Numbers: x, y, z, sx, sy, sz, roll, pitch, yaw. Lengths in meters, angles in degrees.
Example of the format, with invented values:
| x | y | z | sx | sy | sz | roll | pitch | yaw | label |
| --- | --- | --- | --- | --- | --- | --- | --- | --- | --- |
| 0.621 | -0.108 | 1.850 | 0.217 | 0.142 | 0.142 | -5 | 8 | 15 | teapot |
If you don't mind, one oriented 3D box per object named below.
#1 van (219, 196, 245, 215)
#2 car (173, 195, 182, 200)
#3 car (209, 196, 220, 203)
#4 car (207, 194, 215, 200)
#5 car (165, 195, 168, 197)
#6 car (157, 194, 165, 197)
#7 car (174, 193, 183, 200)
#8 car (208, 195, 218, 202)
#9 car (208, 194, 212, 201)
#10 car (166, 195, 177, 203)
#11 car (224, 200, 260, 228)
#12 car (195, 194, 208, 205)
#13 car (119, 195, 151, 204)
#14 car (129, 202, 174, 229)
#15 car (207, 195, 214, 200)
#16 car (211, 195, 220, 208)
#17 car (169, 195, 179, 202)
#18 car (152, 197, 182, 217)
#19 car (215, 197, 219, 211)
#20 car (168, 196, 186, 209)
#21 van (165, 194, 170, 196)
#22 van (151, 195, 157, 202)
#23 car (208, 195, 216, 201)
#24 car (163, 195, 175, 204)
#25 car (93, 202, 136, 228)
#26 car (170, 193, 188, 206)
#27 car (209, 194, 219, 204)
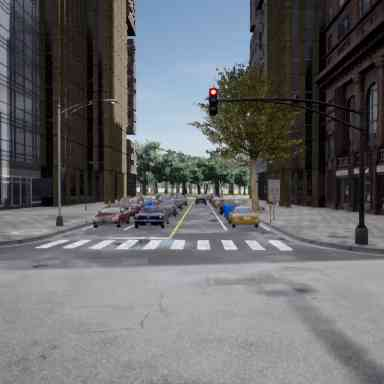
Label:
| x | y | z | sx | sy | sz | roll | pitch | yaw | label |
| --- | --- | --- | --- | --- | --- | --- | --- | --- | --- |
| 3.455 | 1.316 | 27.450 | 1.690 | 1.788 | 3.998 | -1 | 0 | 1 | van |
| -3.695 | 1.375 | 84.427 | 1.887 | 1.381 | 4.507 | 0 | 0 | 1 | car |
| 4.416 | 1.431 | 67.193 | 2.008 | 1.369 | 4.403 | -1 | 0 | 1 | car |
| 4.831 | 1.356 | 84.395 | 1.752 | 1.417 | 4.829 | 0 | 0 | 1 | car |
| -4.654 | 1.491 | 44.682 | 2.008 | 1.369 | 4.403 | -1 | 0 | 1 | car |
| -4.794 | 1.269 | 39.003 | 2.192 | 1.841 | 5.009 | -1 | 0 | 1 | car |
| -3.560 | 1.128 | 90.104 | 2.192 | 1.841 | 5.009 | 0 | 0 | 1 | car |
| 4.554 | 1.415 | 72.870 | 2.008 | 1.369 | 4.403 | -1 | 0 | 1 | car |
| 4.143 | 1.462 | 55.838 | 2.008 | 1.369 | 4.403 | -1 | 0 | 1 | car |
| -4.106 | 1.425 | 67.393 | 1.887 | 1.381 | 4.507 | 0 | 0 | 1 | car |
| 3.324 | 1.508 | 21.941 | 1.752 | 1.417 | 4.829 | -1 | 0 | 1 | car |
| 1.551 | 1.409 | 58.531 | 1.837 | 1.490 | 4.892 | 0 | 0 | 1 | car |
| -5.068 | 1.290 | 27.647 | 2.192 | 1.841 | 5.009 | -1 | 0 | 1 | car |
| -2.529 | 1.584 | 21.901 | 1.895 | 1.301 | 4.718 | 0 | 0 | 1 | car |
| 4.965 | 1.379 | 89.903 | 1.947 | 1.339 | 4.313 | 0 | 0 | 1 | car |
| 3.873 | 1.466 | 44.653 | 1.752 | 1.417 | 4.829 | -1 | 0 | 1 | car |
| -3.969 | 1.446 | 73.071 | 1.802 | 1.307 | 4.206 | 0 | 0 | 1 | car |
| -2.299 | 1.474 | 31.238 | 1.837 | 1.490 | 4.892 | 0 | 0 | 2 | car |
| 3.595 | 1.531 | 33.128 | 1.947 | 1.339 | 4.313 | -1 | 0 | 1 | car |
| -2.056 | 1.550 | 41.160 | 1.895 | 1.301 | 4.718 | 0 | 0 | 1 | car |
| -4.382 | 1.253 | 56.037 | 1.690 | 1.788 | 3.998 | 0 | 0 | 1 | van |
| -4.931 | 1.307 | 33.325 | 1.690 | 1.788 | 3.998 | -1 | 0 | 1 | van |
| 4.691 | 1.430 | 78.548 | 1.802 | 1.307 | 4.206 | 0 | 0 | 1 | car |
| -4.244 | 1.336 | 61.715 | 1.967 | 1.590 | 4.097 | 0 | 0 | 1 | car |
| -5.202 | 1.565 | 21.968 | 1.802 | 1.307 | 4.206 | -1 | 0 | 1 | car |
| -1.764 | 1.275 | 51.564 | 2.097 | 1.767 | 4.553 | 0 | 0 | 2 | car |
| 4.006 | 1.471 | 50.160 | 1.887 | 1.381 | 4.507 | -1 | 0 | 1 | car |
